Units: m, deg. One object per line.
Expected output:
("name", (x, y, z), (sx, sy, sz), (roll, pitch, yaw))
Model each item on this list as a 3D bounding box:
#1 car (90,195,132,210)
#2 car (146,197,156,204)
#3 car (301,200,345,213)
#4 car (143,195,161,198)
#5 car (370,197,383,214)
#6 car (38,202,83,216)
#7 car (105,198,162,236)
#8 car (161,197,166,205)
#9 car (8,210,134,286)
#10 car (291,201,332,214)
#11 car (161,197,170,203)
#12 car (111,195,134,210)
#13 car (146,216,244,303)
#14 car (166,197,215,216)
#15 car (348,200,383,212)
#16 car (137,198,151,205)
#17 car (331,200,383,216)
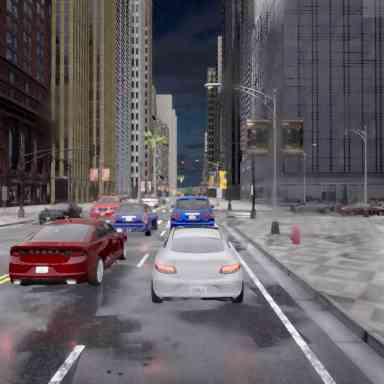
("car", (-6.579, 1.296, 27.160), (2.150, 2.045, 5.566), (0, 0, 0))
("car", (-9.670, 1.965, 78.083), (1.812, 1.442, 4.674), (0, 0, 0))
("car", (15.224, 1.663, 38.700), (4.313, 1.339, 1.947), (0, 0, -1))
("car", (-6.546, 1.457, 51.526), (2.150, 2.045, 5.566), (0, 0, 0))
("car", (22.171, 1.393, 36.047), (4.553, 1.767, 2.097), (0, -1, -1))
("car", (-9.826, 1.546, 25.221), (1.882, 1.535, 5.008), (0, 0, 0))
("car", (-3.131, 1.392, 18.688), (2.097, 1.767, 4.553), (0, 0, 0))
("car", (-6.430, 1.871, 69.073), (1.837, 1.490, 4.892), (0, -1, 0))
("car", (-3.143, 1.489, 9.462), (1.882, 1.535, 5.008), (0, 0, 0))
("car", (12.839, 1.637, 35.914), (4.181, 1.385, 1.994), (0, -1, -1))
("car", (-6.416, 1.988, 81.413), (1.812, 1.442, 4.674), (0, 0, 0))
("car", (-9.819, 1.429, 47.370), (2.150, 2.045, 5.566), (0, 0, 1))
("car", (0.107, 1.534, 8.089), (1.812, 1.442, 4.674), (0, 0, 0))
("car", (0.044, 1.258, 17.791), (2.150, 2.045, 5.566), (0, 0, 1))
("car", (20.864, 1.644, 38.782), (4.313, 1.339, 1.947), (0, 0, -1))
("car", (-9.689, 1.905, 67.996), (2.033, 1.411, 5.357), (0, 0, 0))
("car", (15.345, 1.577, 30.176), (4.206, 1.307, 1.802), (0, 0, -1))
